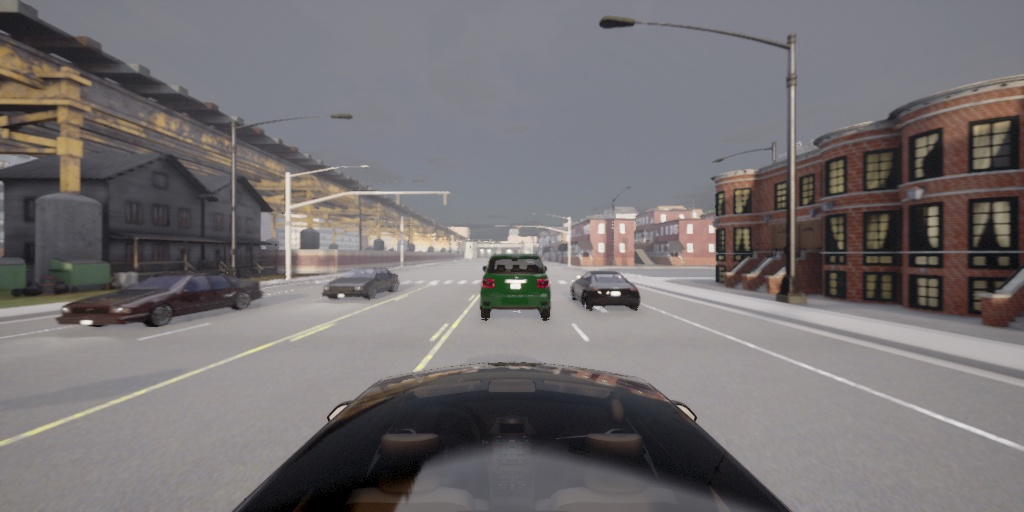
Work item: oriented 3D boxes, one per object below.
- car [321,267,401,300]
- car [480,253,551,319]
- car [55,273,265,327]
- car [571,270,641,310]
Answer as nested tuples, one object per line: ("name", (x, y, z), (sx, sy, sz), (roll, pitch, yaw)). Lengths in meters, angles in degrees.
("car", (-7.039, 1.244, 17.451), (2.033, 1.411, 5.357), (0, 0, 1))
("car", (0.105, 0.934, 12.677), (2.150, 2.045, 5.566), (0, 0, 0))
("car", (-10.578, 1.263, 11.579), (2.033, 1.411, 5.357), (0, 0, 0))
("car", (3.610, 1.271, 14.482), (1.994, 1.385, 4.181), (0, 0, 0))
